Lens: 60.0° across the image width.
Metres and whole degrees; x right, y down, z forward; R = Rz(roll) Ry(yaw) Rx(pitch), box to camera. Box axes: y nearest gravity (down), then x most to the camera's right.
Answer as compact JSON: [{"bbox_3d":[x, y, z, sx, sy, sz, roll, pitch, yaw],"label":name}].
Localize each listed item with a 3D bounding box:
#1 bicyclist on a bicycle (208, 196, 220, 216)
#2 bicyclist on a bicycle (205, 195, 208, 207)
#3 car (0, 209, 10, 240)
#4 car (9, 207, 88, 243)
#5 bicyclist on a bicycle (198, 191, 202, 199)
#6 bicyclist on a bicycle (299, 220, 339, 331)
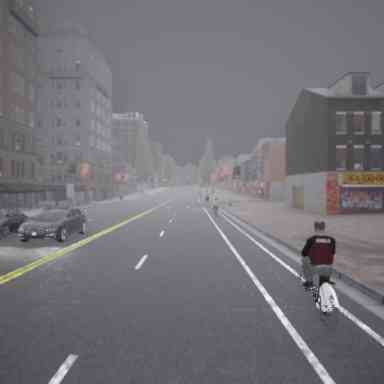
[{"bbox_3d":[2.141,1.408,30.150,0.866,1.612,1.509,0,0,1],"label":"bicyclist on a bicycle"},{"bbox_3d":[2.214,1.258,47.818,0.659,1.776,1.843,0,0,0],"label":"bicyclist on a bicycle"},{"bbox_3d":[-9.857,1.570,16.998,1.994,1.385,4.181,0,0,0],"label":"car"},{"bbox_3d":[-6.607,1.512,16.320,1.837,1.490,4.892,0,0,0],"label":"car"},{"bbox_3d":[2.107,0.945,78.181,0.866,1.612,1.509,0,1,1],"label":"bicyclist on a bicycle"},{"bbox_3d":[2.231,1.379,6.024,0.659,1.776,1.843,0,0,0],"label":"bicyclist on a bicycle"}]
